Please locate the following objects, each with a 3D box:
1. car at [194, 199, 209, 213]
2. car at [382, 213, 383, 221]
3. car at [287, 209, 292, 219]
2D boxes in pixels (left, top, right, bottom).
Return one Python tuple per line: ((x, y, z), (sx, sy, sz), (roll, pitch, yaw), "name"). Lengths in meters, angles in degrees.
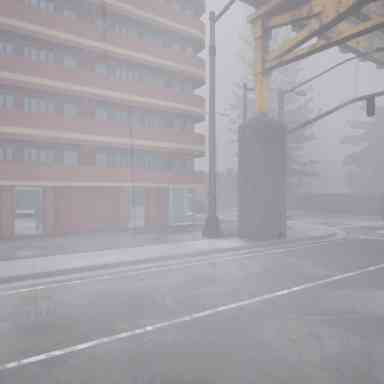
((0.323, 1.478, 36.860), (1.882, 1.535, 5.008), (0, 0, -36), "car")
((15.515, 1.491, 22.163), (4.902, 1.511, 2.128), (0, 1, 40), "car")
((6.284, 1.526, 28.488), (1.812, 1.442, 4.674), (0, 0, -36), "car")
